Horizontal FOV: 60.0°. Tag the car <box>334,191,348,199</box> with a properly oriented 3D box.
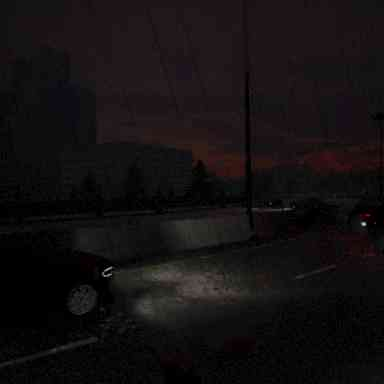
[{"bbox_3d":[32.614,0.642,72.804,2.097,1.767,4.553,-1,0,35],"label":"car"}]

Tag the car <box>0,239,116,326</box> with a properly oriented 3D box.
[{"bbox_3d":[-3.781,1.489,5.598,5.008,1.535,1.882,-1,1,-36],"label":"car"}]

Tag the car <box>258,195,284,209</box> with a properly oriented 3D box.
[{"bbox_3d":[9.567,1.189,40.137,1.837,1.490,4.892,-1,0,35],"label":"car"}]

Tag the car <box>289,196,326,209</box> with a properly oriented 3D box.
[{"bbox_3d":[10.565,1.214,29.658,1.837,1.490,4.892,0,0,37],"label":"car"}]

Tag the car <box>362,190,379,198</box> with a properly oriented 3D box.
[{"bbox_3d":[33.939,0.800,62.504,1.994,1.385,4.181,-1,0,35],"label":"car"}]

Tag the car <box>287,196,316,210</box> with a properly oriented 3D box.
[{"bbox_3d":[12.795,1.208,38.641,1.994,1.385,4.181,-1,0,35],"label":"car"}]

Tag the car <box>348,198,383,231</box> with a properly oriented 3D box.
[{"bbox_3d":[10.027,1.271,17.956,1.837,1.490,4.892,0,1,43],"label":"car"}]

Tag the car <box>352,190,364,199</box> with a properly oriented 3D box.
[{"bbox_3d":[36.161,0.487,71.768,2.150,2.045,5.566,-1,0,35],"label":"car"}]
